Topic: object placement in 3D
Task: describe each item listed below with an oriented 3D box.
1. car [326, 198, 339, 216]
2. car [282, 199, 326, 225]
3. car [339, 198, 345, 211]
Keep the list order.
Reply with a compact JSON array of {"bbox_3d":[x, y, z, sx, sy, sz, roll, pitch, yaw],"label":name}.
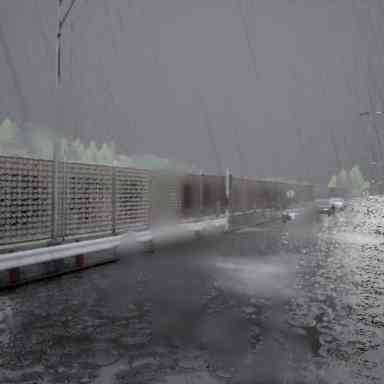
[{"bbox_3d":[12.546,1.443,31.864,1.837,1.490,4.892,2,1,30],"label":"car"},{"bbox_3d":[7.849,1.411,23.699,2.128,1.511,4.902,2,1,30],"label":"car"},{"bbox_3d":[17.517,1.484,40.500,1.812,1.442,4.674,2,1,30],"label":"car"}]
